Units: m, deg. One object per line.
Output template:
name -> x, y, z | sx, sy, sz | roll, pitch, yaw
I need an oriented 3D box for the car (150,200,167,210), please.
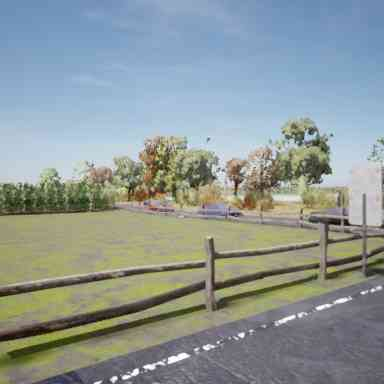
car -> -5.586, 2.136, 55.117 | 1.812, 1.442, 4.674 | -1, -1, -17

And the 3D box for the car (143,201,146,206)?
car -> -8.261, 2.209, 64.389 | 2.128, 1.511, 4.902 | 0, 0, -16

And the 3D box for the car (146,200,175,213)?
car -> -3.947, 1.859, 44.238 | 2.097, 1.767, 4.553 | -1, 0, -28

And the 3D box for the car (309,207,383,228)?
car -> 10.670, 1.699, 22.438 | 2.033, 1.411, 5.357 | -1, 0, -39

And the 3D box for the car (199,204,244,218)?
car -> 2.816, 1.887, 33.396 | 2.033, 1.411, 5.357 | -1, 0, -35
